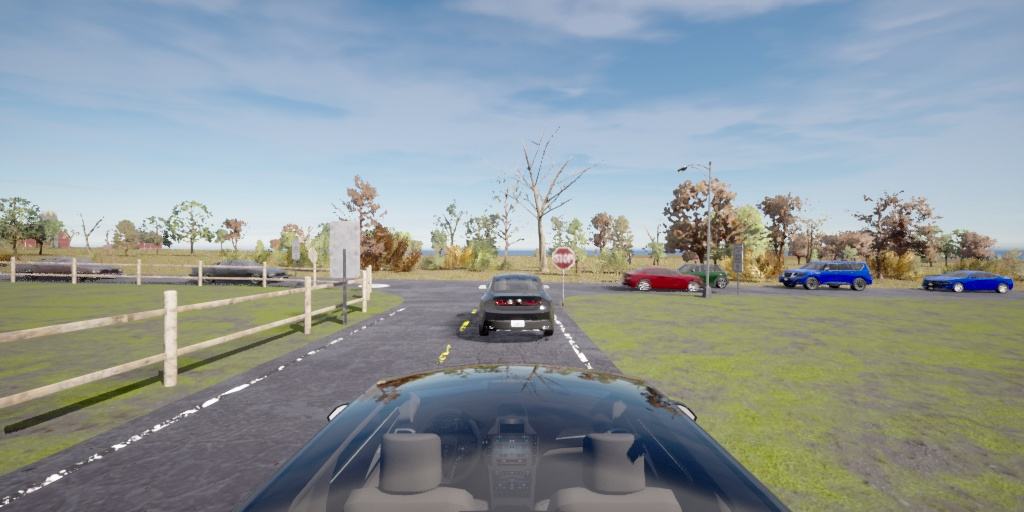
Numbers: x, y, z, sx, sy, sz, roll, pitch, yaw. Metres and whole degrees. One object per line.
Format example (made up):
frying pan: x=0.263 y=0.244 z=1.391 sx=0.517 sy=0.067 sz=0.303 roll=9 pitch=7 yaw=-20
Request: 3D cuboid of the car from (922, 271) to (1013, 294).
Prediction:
car: x=32.560 y=1.805 z=25.733 sx=5.008 sy=1.535 sz=1.882 roll=1 pitch=1 yaw=0

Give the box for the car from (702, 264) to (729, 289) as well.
car: x=12.903 y=1.331 z=25.779 sx=4.553 sy=1.767 sz=2.097 roll=1 pitch=1 yaw=-1

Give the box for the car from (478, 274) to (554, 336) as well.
car: x=0.079 y=1.252 z=10.377 sx=1.837 sy=1.490 sz=4.892 roll=0 pitch=0 yaw=-1

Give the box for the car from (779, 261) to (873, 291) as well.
car: x=22.478 y=1.371 z=25.785 sx=5.566 sy=2.045 sz=2.150 roll=1 pitch=1 yaw=0

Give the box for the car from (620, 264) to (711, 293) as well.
car: x=9.536 y=1.442 z=22.893 sx=5.008 sy=1.535 sz=1.882 roll=1 pitch=1 yaw=0

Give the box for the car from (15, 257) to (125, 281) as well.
car: x=-28.402 y=0.798 z=23.038 sx=5.357 sy=1.411 sz=2.033 roll=1 pitch=1 yaw=0

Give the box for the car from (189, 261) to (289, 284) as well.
car: x=-17.419 y=1.008 z=22.999 sx=5.357 sy=1.411 sz=2.033 roll=1 pitch=1 yaw=0
